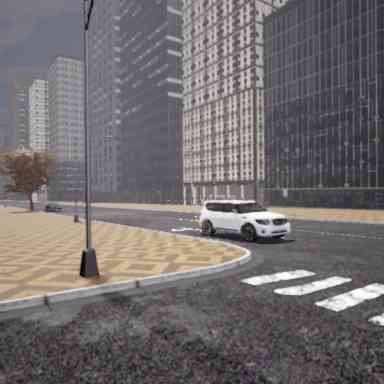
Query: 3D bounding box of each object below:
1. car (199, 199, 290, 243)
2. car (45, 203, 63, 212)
[{"bbox_3d":[2.583,1.436,18.025,2.150,2.045,5.566,-1,0,-35],"label":"car"},{"bbox_3d":[-22.882,2.478,54.889,2.033,1.411,5.357,-1,0,-35],"label":"car"}]
